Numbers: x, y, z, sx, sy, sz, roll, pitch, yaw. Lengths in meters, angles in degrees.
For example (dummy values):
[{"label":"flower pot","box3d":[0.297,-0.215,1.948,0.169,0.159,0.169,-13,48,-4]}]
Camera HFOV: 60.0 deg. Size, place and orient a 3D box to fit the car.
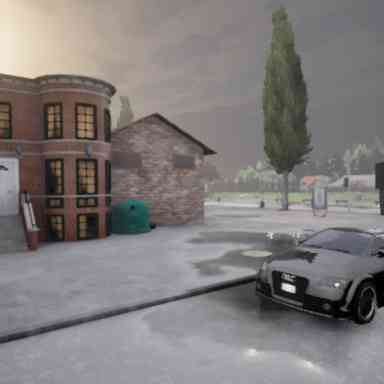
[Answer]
[{"label":"car","box3d":[3.305,1.453,6.946,4.181,1.385,1.994,-1,1,-35]}]
